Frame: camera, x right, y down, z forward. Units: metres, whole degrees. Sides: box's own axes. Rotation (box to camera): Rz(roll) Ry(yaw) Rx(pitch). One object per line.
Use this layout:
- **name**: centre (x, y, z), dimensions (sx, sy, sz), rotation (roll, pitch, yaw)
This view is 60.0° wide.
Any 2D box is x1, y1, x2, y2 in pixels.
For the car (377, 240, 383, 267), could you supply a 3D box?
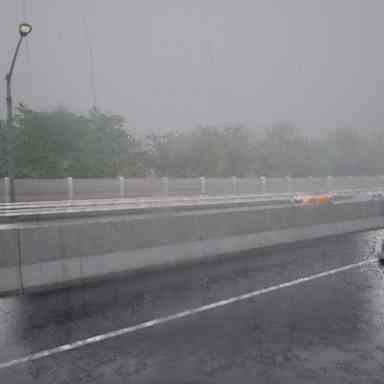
- **car**: centre (6.906, 1.280, 8.587), dimensions (5.357, 1.411, 2.033), rotation (-2, 1, -35)

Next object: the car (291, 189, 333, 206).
- **car**: centre (12.127, 0.588, 33.618), dimensions (4.553, 1.767, 2.097), rotation (-2, 1, -34)

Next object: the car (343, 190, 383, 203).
- **car**: centre (14.013, 0.794, 26.453), dimensions (5.008, 1.535, 1.882), rotation (-2, 1, -34)
